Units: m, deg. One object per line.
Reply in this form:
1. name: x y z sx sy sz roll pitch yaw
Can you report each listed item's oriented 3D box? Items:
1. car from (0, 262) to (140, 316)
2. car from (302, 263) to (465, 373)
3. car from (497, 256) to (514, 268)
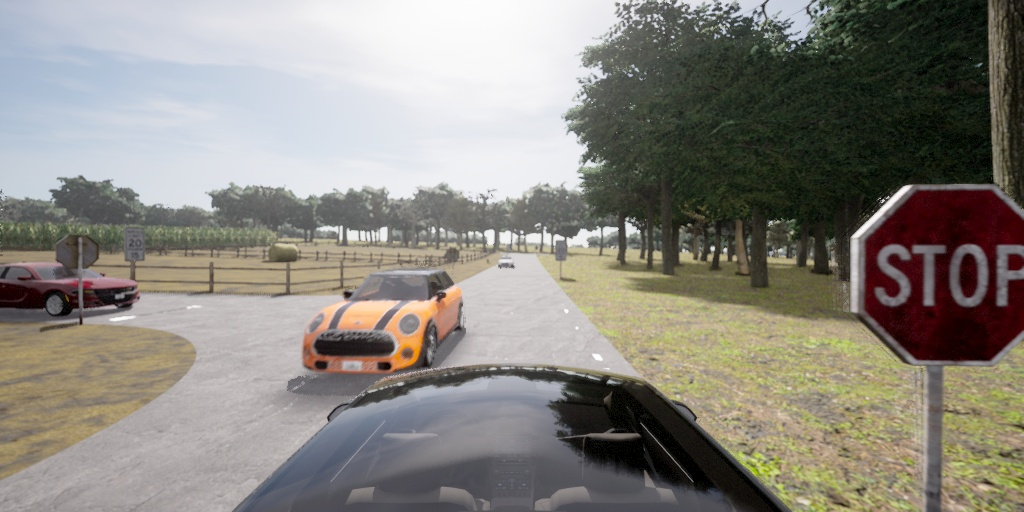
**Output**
1. car: -14.781 0.959 11.414 5.008 1.535 1.882 1 0 4
2. car: -2.395 1.086 7.836 2.097 1.767 4.553 0 1 3
3. car: -0.710 0.718 44.404 1.812 1.442 4.674 0 1 3
